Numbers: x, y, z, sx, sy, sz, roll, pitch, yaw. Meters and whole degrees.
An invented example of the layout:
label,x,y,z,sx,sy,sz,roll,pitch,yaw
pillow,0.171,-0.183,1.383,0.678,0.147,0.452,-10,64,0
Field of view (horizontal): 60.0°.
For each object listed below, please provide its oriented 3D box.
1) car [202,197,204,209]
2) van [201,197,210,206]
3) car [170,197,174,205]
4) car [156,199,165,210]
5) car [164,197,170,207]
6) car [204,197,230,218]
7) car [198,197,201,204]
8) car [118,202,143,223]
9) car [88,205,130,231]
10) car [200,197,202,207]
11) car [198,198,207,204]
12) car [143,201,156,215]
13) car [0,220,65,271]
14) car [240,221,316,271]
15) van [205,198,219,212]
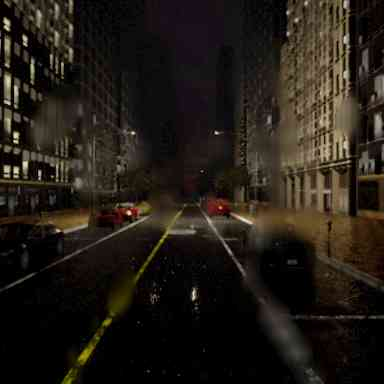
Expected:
label,x,y,z,sx,sy,sz,roll,pitch,yaw
car,2.681,1.677,39.487,2.192,1.841,5.009,-1,-1,0
van,2.681,1.959,67.903,1.690,1.788,3.998,-1,-1,0
car,-5.698,2.109,73.586,1.967,1.590,4.097,-1,-1,0
car,-5.698,2.031,50.851,1.947,1.339,4.313,-1,-1,0
car,-5.697,2.118,62.218,2.008,1.369,4.403,-1,-1,0
car,2.681,1.625,33.803,2.192,1.841,5.009,-1,-1,0
car,2.682,2.007,62.219,1.967,1.590,4.097,-1,-1,0
car,-5.698,1.699,28.118,1.967,1.590,4.097,-1,-1,0
car,-5.697,1.789,22.433,1.802,1.307,4.206,-1,-1,0
car,2.682,1.905,50.852,1.967,1.590,4.097,-1,-1,0
car,2.683,2.320,84.952,2.008,1.369,4.403,-1,-1,0
car,-5.697,1.886,39.315,1.752,1.417,4.829,-1,-1,0
car,-5.697,1.654,11.067,2.008,1.369,4.403,-1,-1,0
car,2.683,1.653,11.067,2.008,1.369,4.403,-1,-1,0
van,2.681,1.754,45.170,1.690,1.788,3.998,-1,-1,0
